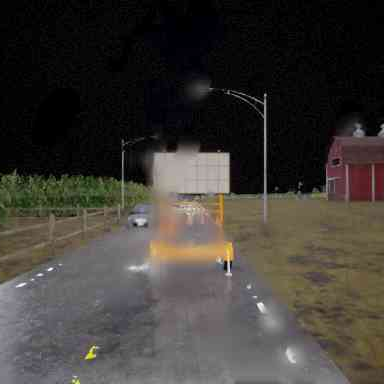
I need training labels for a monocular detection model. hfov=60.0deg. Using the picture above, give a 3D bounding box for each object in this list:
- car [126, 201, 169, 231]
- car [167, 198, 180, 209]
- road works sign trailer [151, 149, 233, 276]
[{"bbox_3d":[-2.880,1.528,21.051,2.128,1.511,4.902,0,0,0],"label":"car"},{"bbox_3d":[-2.820,1.643,48.570,1.837,1.490,4.892,0,0,0],"label":"car"},{"bbox_3d":[-0.009,0.477,10.395,2.380,3.560,2.880,0,0,0],"label":"road works sign trailer"}]
